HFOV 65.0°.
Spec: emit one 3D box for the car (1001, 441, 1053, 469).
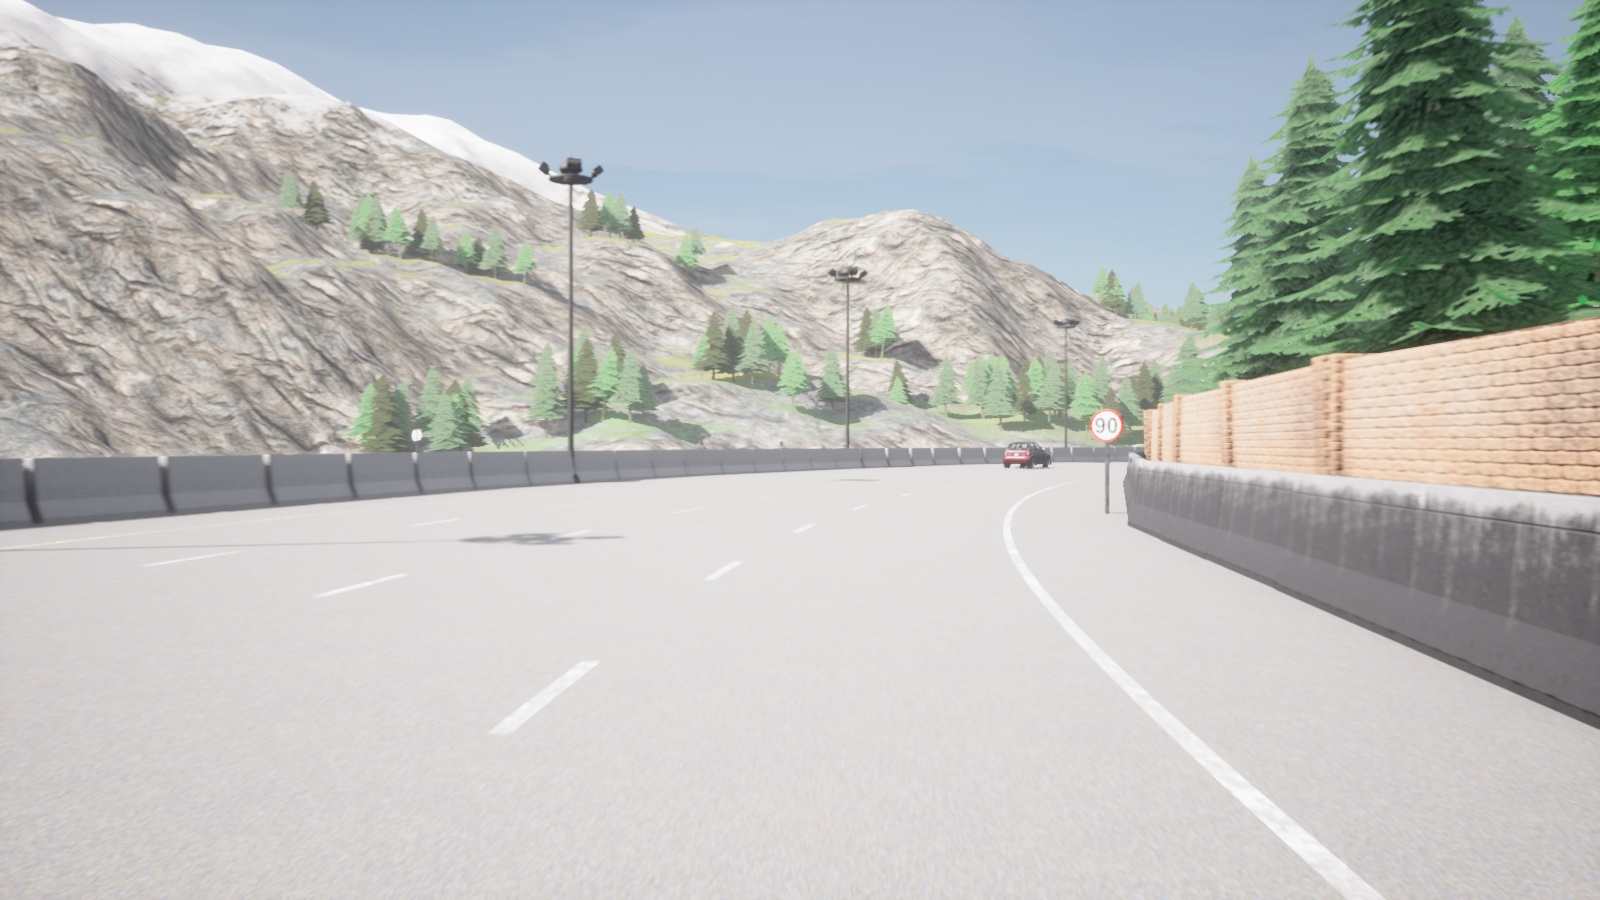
[{"bbox_3d":[13.668,0.269,75.434,1.851,1.617,3.988,0,0,30],"label":"car"}]
